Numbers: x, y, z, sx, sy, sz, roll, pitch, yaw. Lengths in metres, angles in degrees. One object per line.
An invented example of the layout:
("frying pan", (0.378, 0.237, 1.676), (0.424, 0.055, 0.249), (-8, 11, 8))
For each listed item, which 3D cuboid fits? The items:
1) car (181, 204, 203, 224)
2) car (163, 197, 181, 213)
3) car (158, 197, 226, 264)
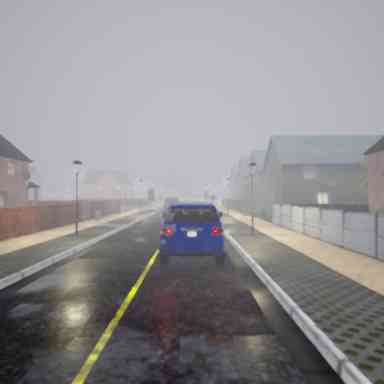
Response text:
("car", (0.031, 1.836, 28.893), (1.812, 1.442, 4.674), (0, 0, 1))
("car", (-2.753, 1.725, 46.498), (2.150, 2.045, 5.566), (0, -1, 0))
("car", (0.011, 1.361, 12.581), (2.150, 2.045, 5.566), (0, 0, 0))
